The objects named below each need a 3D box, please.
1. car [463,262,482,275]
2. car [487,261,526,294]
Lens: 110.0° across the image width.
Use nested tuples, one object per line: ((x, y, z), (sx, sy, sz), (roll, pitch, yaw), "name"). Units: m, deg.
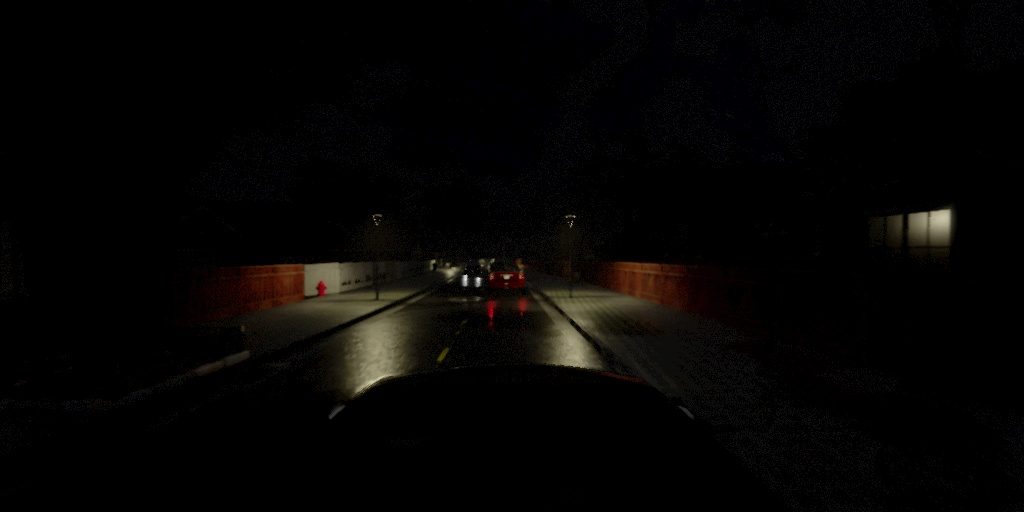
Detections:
((-4.654, 1.425, 42.342), (1.812, 1.442, 4.674), (0, 0, -5), "car")
((-0.362, 1.171, 21.163), (2.097, 1.767, 4.553), (0, 0, -2), "car")
